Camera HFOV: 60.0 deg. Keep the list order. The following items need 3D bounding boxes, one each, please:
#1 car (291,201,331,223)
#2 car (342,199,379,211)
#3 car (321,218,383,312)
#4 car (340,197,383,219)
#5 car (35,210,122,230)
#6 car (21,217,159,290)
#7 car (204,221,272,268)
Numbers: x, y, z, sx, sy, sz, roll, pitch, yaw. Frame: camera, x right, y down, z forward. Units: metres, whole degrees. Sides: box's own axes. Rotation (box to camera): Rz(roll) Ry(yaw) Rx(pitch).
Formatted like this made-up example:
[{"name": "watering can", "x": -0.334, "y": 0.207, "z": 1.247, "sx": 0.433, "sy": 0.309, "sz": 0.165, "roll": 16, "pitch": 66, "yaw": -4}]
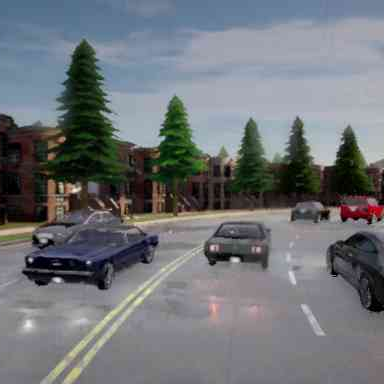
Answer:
[{"name": "car", "x": 9.768, "y": 1.519, "z": 27.132, "sx": 2.097, "sy": 1.767, "sz": 4.553, "roll": 0, "pitch": 0, "yaw": 37}, {"name": "car", "x": 23.503, "y": 1.782, "z": 46.442, "sx": 5.008, "sy": 1.535, "sz": 1.882, "roll": 1, "pitch": -1, "yaw": -23}, {"name": "car", "x": 4.450, "y": 1.578, "z": 7.554, "sx": 1.812, "sy": 1.442, "sz": 4.674, "roll": 0, "pitch": 0, "yaw": 9}, {"name": "car", "x": 13.524, "y": 1.395, "z": 26.373, "sx": 2.150, "sy": 2.045, "sz": 5.566, "roll": 0, "pitch": -1, "yaw": 41}, {"name": "car", "x": -4.728, "y": 1.552, "z": 14.539, "sx": 2.128, "sy": 1.511, "sz": 4.902, "roll": 0, "pitch": 0, "yaw": 17}, {"name": "car", "x": -2.505, "y": 1.642, "z": 9.468, "sx": 1.895, "sy": 1.301, "sz": 4.718, "roll": 0, "pitch": 0, "yaw": 12}, {"name": "car", "x": 1.809, "y": 1.666, "z": 11.655, "sx": 1.895, "sy": 1.301, "sz": 4.718, "roll": 0, "pitch": 0, "yaw": 15}]
